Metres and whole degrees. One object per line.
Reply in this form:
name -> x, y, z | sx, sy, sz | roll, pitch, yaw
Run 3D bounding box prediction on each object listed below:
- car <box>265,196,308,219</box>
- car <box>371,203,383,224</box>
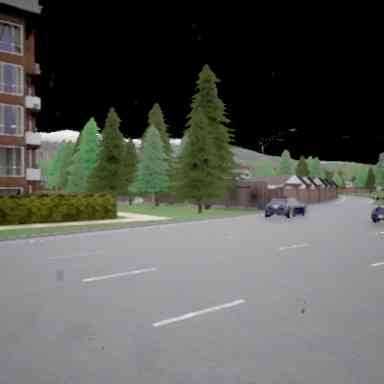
car -> 7.813, 1.191, 27.365 | 2.097, 1.767, 4.553 | 0, 0, 39
car -> 13.693, 1.353, 22.118 | 4.674, 1.442, 1.812 | -1, 0, -36
